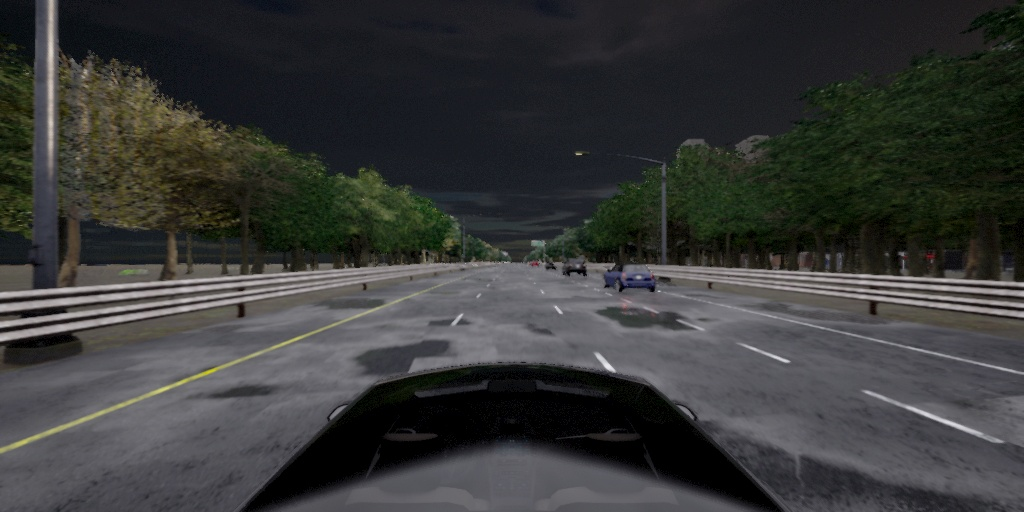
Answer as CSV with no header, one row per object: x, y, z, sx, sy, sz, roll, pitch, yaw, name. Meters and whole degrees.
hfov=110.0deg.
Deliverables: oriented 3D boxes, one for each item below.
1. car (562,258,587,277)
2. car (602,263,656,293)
7.078,1.268,41.121,2.150,2.045,5.566,0,-1,0,car
7.019,1.205,21.989,2.097,1.767,4.553,0,0,0,car
